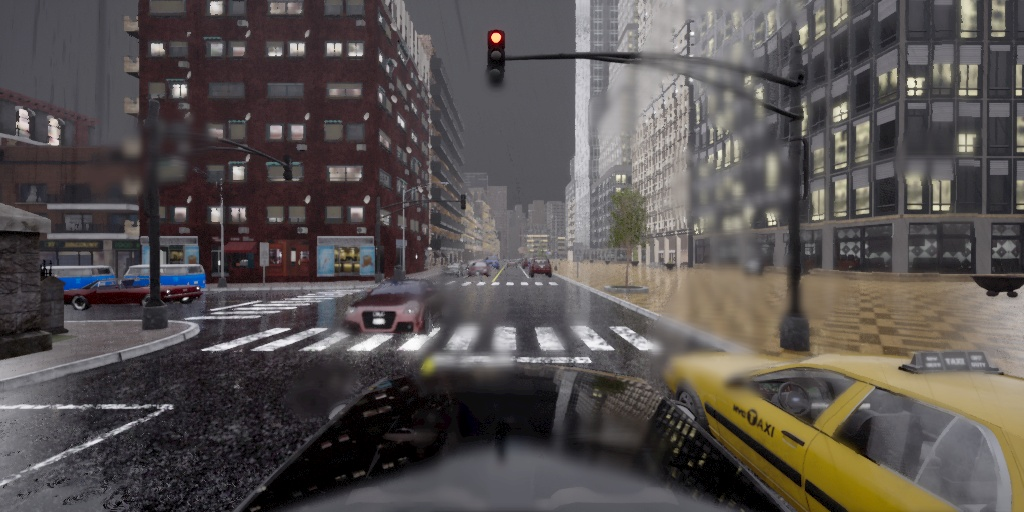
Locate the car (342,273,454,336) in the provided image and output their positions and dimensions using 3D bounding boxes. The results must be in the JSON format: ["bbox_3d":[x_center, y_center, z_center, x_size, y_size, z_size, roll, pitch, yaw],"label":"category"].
[{"bbox_3d":[-3.104,1.356,10.347,1.994,1.385,4.181,0,-1,0],"label":"car"}]

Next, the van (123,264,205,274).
[{"bbox_3d":[-20.762,1.391,21.473,3.998,1.789,1.690,0,0,-1],"label":"van"}]

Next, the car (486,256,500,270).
[{"bbox_3d":[-3.076,1.004,54.381,2.150,2.045,5.566,0,0,0],"label":"car"}]

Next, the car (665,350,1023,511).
[{"bbox_3d":[2.689,1.275,2.465,1.751,1.417,4.829,0,0,0],"label":"car"}]

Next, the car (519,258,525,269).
[{"bbox_3d":[2.705,1.099,56.812,2.192,1.841,5.009,0,0,0],"label":"car"}]

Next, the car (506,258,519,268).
[{"bbox_3d":[0.016,1.286,63.484,2.128,1.511,4.902,0,0,0],"label":"car"}]

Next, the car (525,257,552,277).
[{"bbox_3d":[2.698,1.074,34.707,2.192,1.841,5.009,0,0,0],"label":"car"}]

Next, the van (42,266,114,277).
[{"bbox_3d":[-26.300,1.481,21.424,3.998,1.789,1.690,0,0,-1],"label":"van"}]

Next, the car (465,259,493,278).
[{"bbox_3d":[-3.094,1.285,34.382,1.812,1.442,4.674,0,0,0],"label":"car"}]

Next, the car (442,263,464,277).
[{"bbox_3d":[-5.681,1.309,34.709,2.007,1.370,4.403,0,0,0],"label":"car"}]

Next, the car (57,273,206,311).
[{"bbox_3d":[-16.544,1.603,15.719,4.718,1.301,1.895,-1,0,-1],"label":"car"}]
